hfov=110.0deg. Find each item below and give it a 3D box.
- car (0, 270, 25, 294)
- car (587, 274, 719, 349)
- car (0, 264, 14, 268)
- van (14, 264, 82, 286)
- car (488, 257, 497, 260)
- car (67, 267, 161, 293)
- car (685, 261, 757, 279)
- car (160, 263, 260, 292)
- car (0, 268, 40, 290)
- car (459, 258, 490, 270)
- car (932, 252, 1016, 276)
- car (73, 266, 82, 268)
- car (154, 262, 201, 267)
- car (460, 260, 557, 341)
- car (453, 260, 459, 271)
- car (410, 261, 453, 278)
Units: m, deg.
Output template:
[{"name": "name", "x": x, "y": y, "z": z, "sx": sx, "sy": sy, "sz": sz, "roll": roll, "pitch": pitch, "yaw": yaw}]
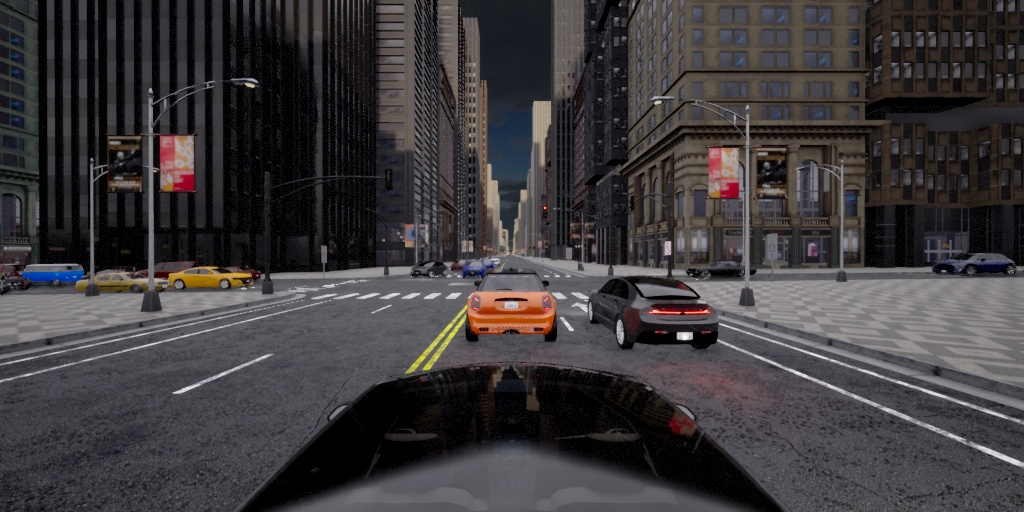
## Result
[{"name": "car", "x": -33.825, "y": 1.753, "z": 22.180, "sx": 4.403, "sy": 1.370, "sz": 2.007, "roll": 0, "pitch": 0, "yaw": 0}, {"name": "car", "x": 3.234, "y": 1.254, "z": 9.143, "sx": 1.837, "sy": 1.490, "sz": 4.892, "roll": 0, "pitch": 0, "yaw": 0}, {"name": "car", "x": -44.394, "y": 1.625, "z": 30.727, "sx": 5.009, "sy": 1.841, "sz": 2.192, "roll": 0, "pitch": 0, "yaw": 0}, {"name": "van", "x": -39.307, "y": 1.582, "z": 30.723, "sx": 3.998, "sy": 1.789, "sz": 1.690, "roll": 0, "pitch": 0, "yaw": 0}, {"name": "car", "x": -3.469, "y": 1.206, "z": 49.474, "sx": 1.882, "sy": 1.535, "sz": 5.008, "roll": 0, "pitch": 0, "yaw": 0}, {"name": "car", "x": -23.883, "y": 1.595, "z": 22.183, "sx": 4.829, "sy": 1.417, "sz": 1.751, "roll": 0, "pitch": 0, "yaw": 0}, {"name": "car", "x": 16.256, "y": 1.099, "z": 28.086, "sx": 4.718, "sy": 1.301, "sz": 1.895, "roll": -1, "pitch": 0, "yaw": 0}, {"name": "car", "x": -20.785, "y": 1.491, "z": 24.843, "sx": 5.008, "sy": 1.535, "sz": 1.882, "roll": -1, "pitch": 0, "yaw": 0}, {"name": "car", "x": -36.294, "y": 1.789, "z": 24.844, "sx": 4.181, "sy": 1.385, "sz": 1.994, "roll": -1, "pitch": 0, "yaw": 0}, {"name": "car", "x": -3.431, "y": 1.219, "z": 33.411, "sx": 1.882, "sy": 1.535, "sz": 5.008, "roll": 0, "pitch": 0, "yaw": 0}, {"name": "car", "x": 36.082, "y": 0.586, "z": 28.097, "sx": 4.553, "sy": 1.767, "sz": 2.097, "roll": -1, "pitch": 0, "yaw": 0}, {"name": "car", "x": -34.220, "y": 1.754, "z": 30.719, "sx": 4.207, "sy": 1.307, "sz": 1.802, "roll": 0, "pitch": 0, "yaw": 0}, {"name": "car", "x": -29.133, "y": 1.418, "z": 30.715, "sx": 5.009, "sy": 1.841, "sz": 2.192, "roll": 0, "pitch": 0, "yaw": 0}, {"name": "car", "x": -0.008, "y": 1.101, "z": 10.003, "sx": 2.097, "sy": 1.767, "sz": 4.553, "roll": 0, "pitch": 0, "yaw": 0}, {"name": "car", "x": -6.714, "y": 1.209, "z": 46.975, "sx": 1.882, "sy": 1.535, "sz": 5.008, "roll": 0, "pitch": 1, "yaw": 1}, {"name": "car", "x": -7.667, "y": 1.249, "z": 33.695, "sx": 1.837, "sy": 1.490, "sz": 4.892, "roll": 0, "pitch": 0, "yaw": 15}]
